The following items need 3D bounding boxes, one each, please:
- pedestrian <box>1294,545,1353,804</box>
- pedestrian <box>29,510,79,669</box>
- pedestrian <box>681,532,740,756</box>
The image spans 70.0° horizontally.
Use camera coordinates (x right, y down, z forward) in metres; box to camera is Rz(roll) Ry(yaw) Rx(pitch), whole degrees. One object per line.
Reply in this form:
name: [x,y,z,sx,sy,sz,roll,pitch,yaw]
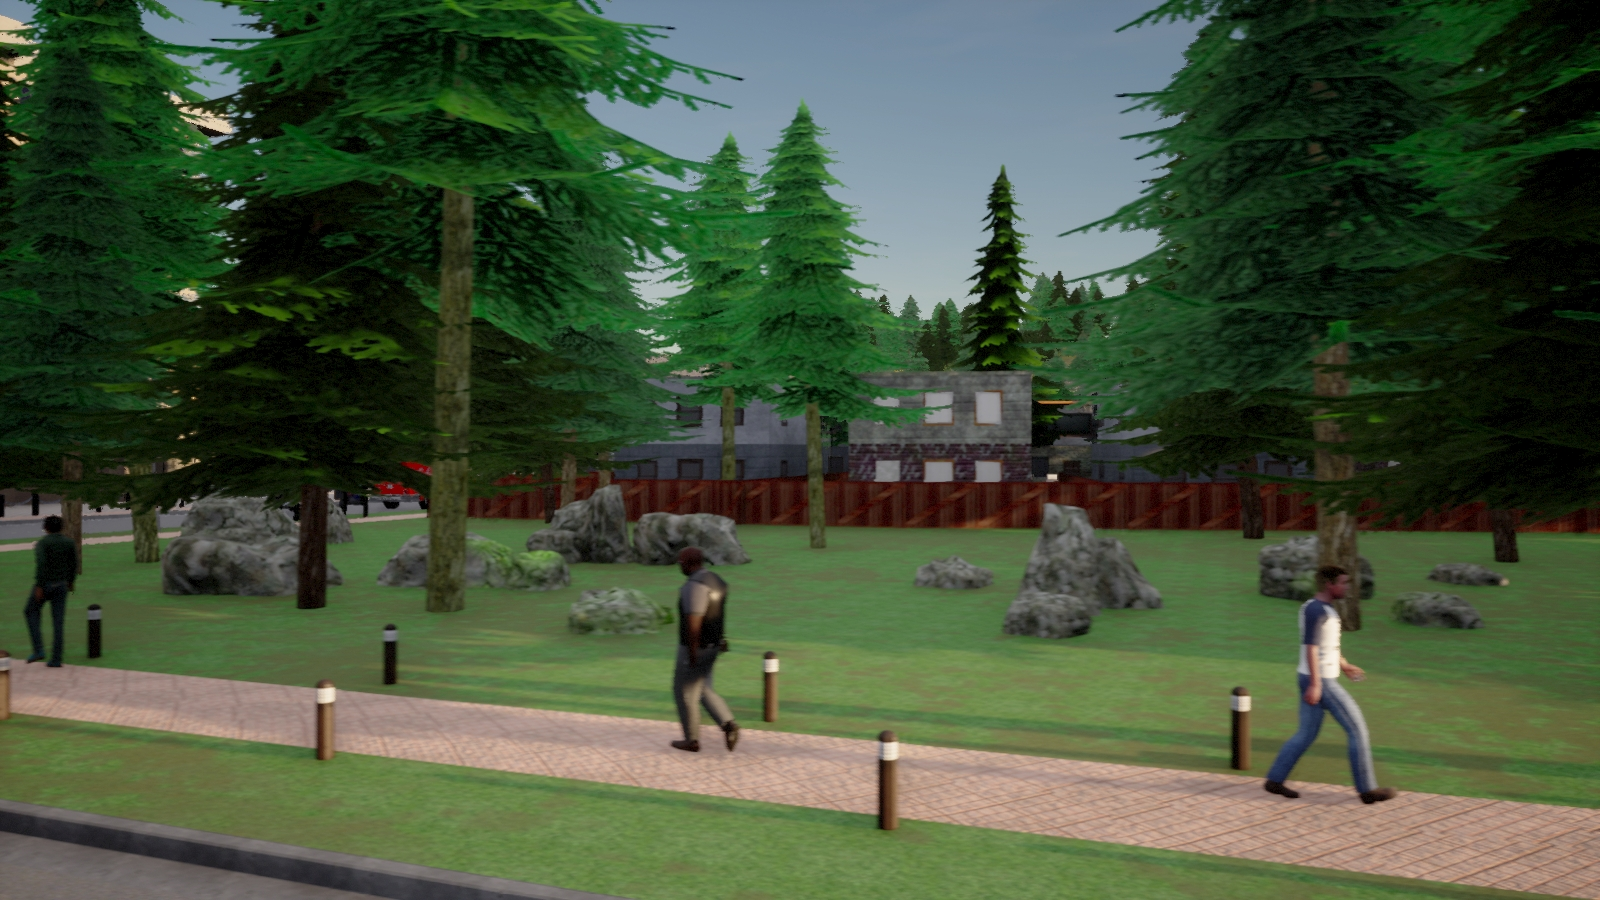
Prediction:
pedestrian: [3.939,1.665,8.608,0.375,1.860,0.375,0,0,20]
pedestrian: [-8.985,1.662,13.769,0.375,1.860,0.375,0,0,30]
pedestrian: [-0.775,1.663,9.918,0.375,1.860,0.375,0,0,22]
